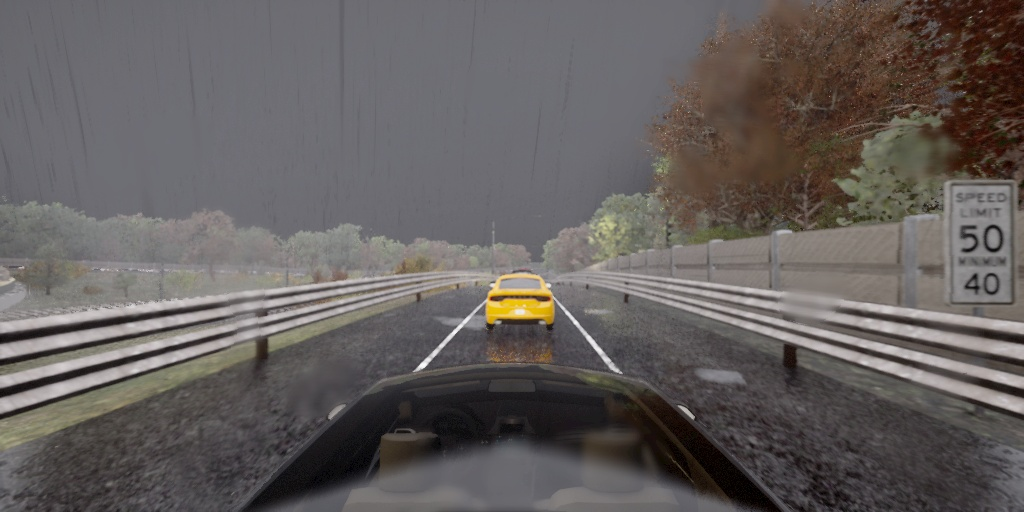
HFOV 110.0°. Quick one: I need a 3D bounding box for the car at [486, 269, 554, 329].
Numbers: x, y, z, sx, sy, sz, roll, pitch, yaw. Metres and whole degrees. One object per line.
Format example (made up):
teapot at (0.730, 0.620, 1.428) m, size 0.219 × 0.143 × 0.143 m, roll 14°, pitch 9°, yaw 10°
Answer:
car at (0.275, 1.326, 11.680) m, size 1.882 × 1.535 × 5.008 m, roll 0°, pitch -1°, yaw 2°
